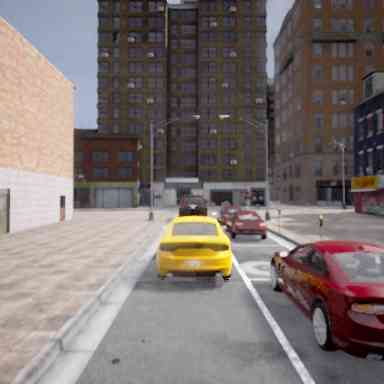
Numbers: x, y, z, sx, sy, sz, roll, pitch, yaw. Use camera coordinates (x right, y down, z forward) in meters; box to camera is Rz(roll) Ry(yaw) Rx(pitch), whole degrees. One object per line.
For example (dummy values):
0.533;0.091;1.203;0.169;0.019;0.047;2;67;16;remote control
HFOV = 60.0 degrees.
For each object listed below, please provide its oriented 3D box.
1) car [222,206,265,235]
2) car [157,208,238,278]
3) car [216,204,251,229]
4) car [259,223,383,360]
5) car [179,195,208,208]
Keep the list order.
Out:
2.666;1.578;16.890;1.802;1.307;4.206;1;0;0;car
0.073;1.472;10.098;1.882;1.535;5.008;0;0;0;car
2.672;1.580;22.329;1.802;1.307;4.206;1;0;0;car
2.657;1.540;6.013;1.887;1.381;4.507;1;0;0;car
0.110;1.222;26.650;2.150;2.045;5.566;0;0;1;car
